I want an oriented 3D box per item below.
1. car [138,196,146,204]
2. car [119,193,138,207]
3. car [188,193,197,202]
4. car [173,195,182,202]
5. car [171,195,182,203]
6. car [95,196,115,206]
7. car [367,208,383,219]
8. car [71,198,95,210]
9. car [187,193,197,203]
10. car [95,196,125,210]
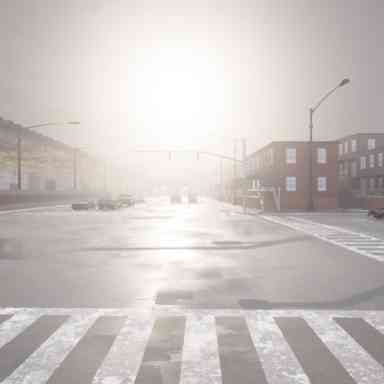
[{"bbox_3d":[-10.460,1.526,66.496,1.812,1.442,4.674,0,0,1],"label":"car"},{"bbox_3d":[-10.541,1.221,52.825,2.150,2.045,5.566,0,0,0],"label":"car"},{"bbox_3d":[0.078,1.225,80.265,2.150,2.045,5.566,0,0,0],"label":"car"},{"bbox_3d":[-3.422,1.478,80.488,1.882,1.535,5.008,0,0,0],"label":"car"},{"bbox_3d":[-3.364,1.353,70.202,2.097,1.767,4.553,0,0,0],"label":"car"},{"bbox_3d":[-14.037,1.478,54.073,1.882,1.535,5.008,0,0,0],"label":"car"},{"bbox_3d":[17.061,1.547,26.642,5.357,1.411,2.033,0,0,0],"label":"car"},{"bbox_3d":[-14.057,1.547,43.617,2.033,1.411,5.357,0,0,0],"label":"car"},{"bbox_3d":[0.167,1.547,69.632,2.033,1.411,5.357,0,0,0],"label":"car"},{"bbox_3d":[-10.569,1.601,43.200,1.895,1.301,4.718,0,0,3],"label":"car"}]
